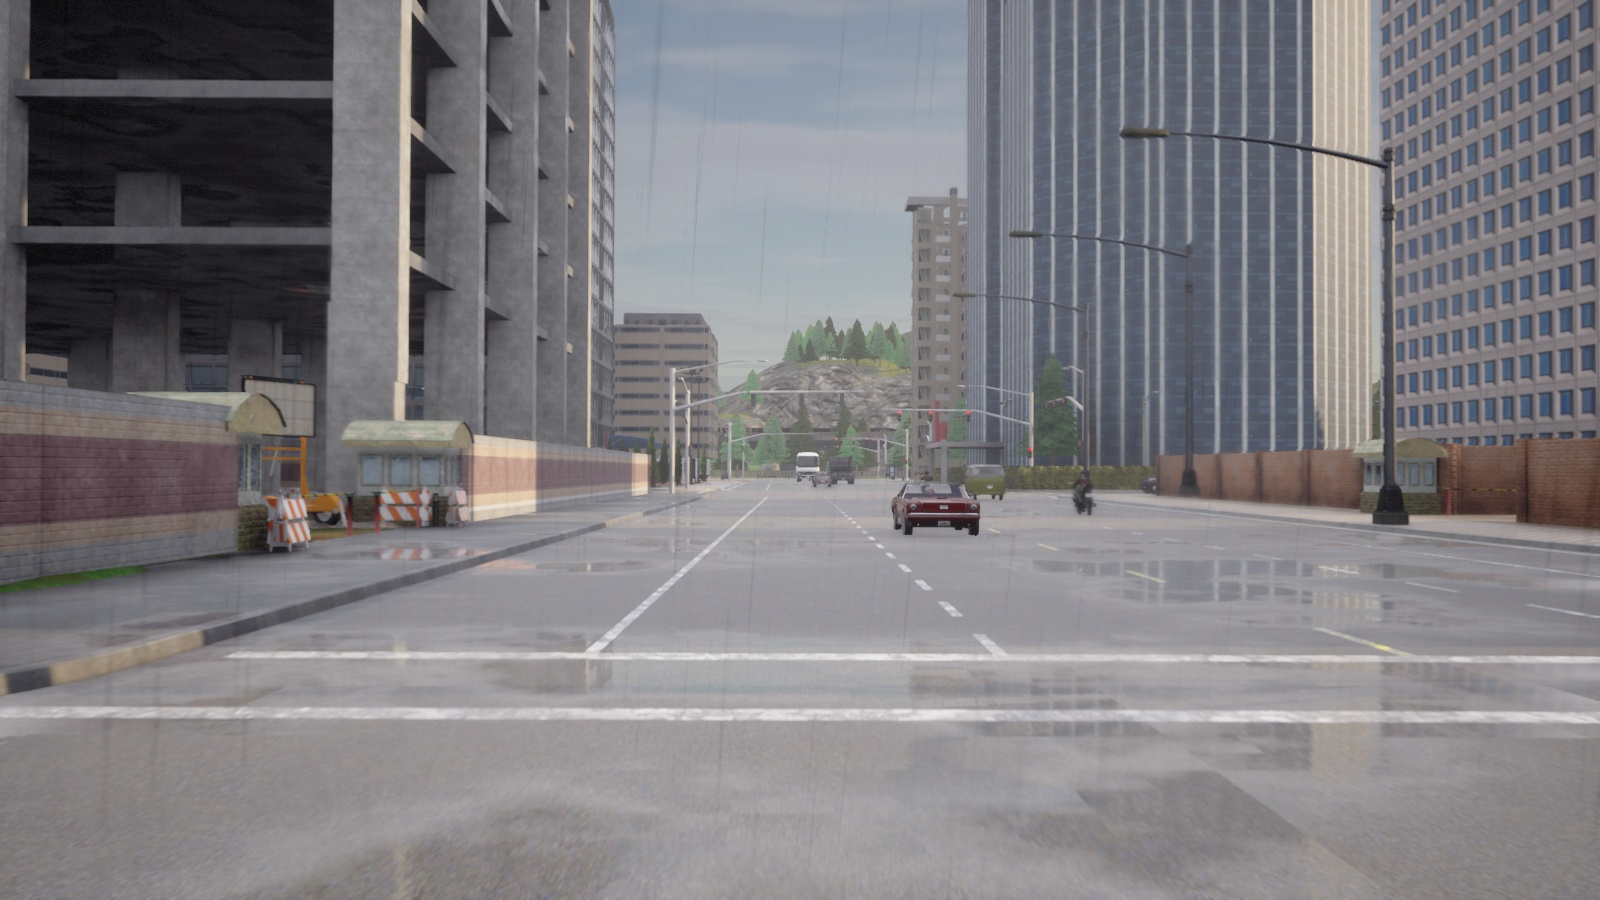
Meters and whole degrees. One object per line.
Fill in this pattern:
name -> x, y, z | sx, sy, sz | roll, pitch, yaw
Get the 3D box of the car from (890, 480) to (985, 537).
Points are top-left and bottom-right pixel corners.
car -> 3.425, 1.438, 32.035 | 1.895, 1.301, 4.718 | 0, -1, 0

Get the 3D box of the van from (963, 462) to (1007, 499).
van -> 10.322, 1.706, 70.474 | 1.775, 1.987, 4.442 | 0, -1, 0

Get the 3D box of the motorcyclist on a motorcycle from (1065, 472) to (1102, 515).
motorcyclist on a motorcycle -> 10.391, 1.581, 46.130 | 0.866, 1.530, 2.191 | 0, -1, 0

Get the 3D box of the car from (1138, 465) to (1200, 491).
car -> 26.618, 2.022, 90.628 | 3.866, 1.878, 1.905 | 0, -1, 0
